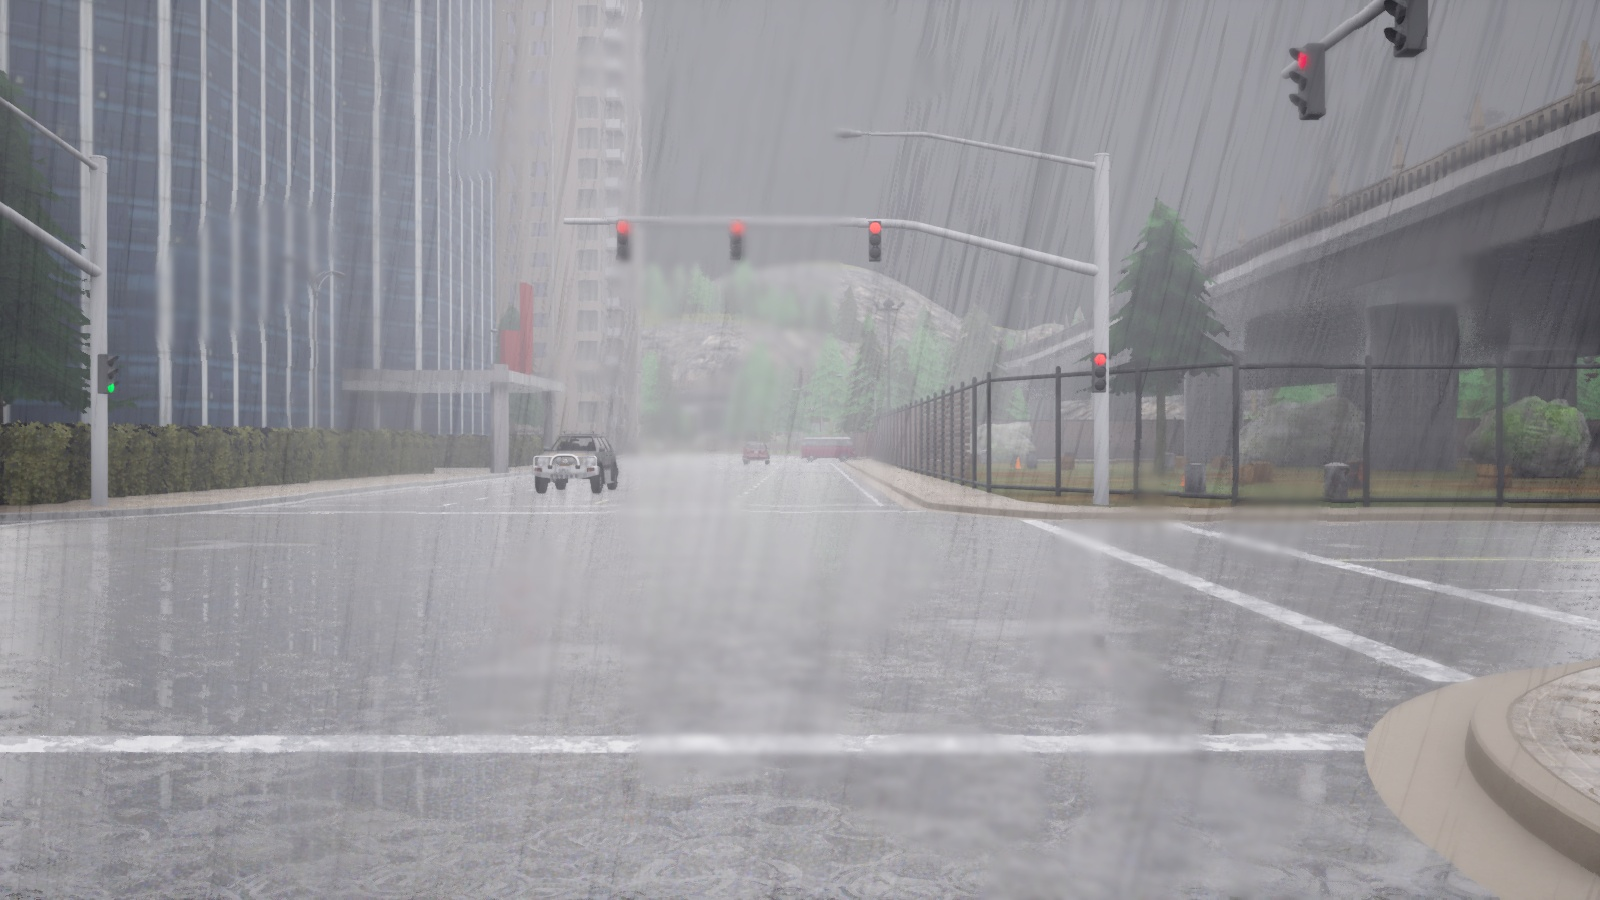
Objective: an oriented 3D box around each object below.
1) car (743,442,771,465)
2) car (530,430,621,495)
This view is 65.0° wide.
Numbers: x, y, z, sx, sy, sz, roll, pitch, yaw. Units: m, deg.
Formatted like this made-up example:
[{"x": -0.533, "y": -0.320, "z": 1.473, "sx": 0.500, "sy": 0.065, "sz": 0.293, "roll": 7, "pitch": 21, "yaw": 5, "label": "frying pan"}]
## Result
[{"x": -2.986, "y": 0.228, "z": 87.571, "sx": 1.789, "sy": 1.549, "sz": 3.705, "roll": 0, "pitch": 0, "yaw": 0, "label": "car"}, {"x": -6.765, "y": 0.341, "z": 38.320, "sx": 1.932, "sy": 1.855, "sz": 4.605, "roll": 0, "pitch": 0, "yaw": 0, "label": "car"}]
